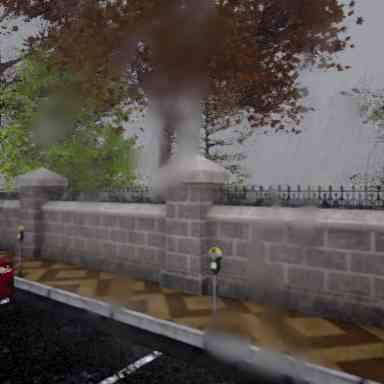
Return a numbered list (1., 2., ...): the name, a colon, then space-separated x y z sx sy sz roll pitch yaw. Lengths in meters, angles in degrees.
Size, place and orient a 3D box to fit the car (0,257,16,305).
1. car: -5.344 1.548 6.737 4.507 1.381 1.887 0 0 36
